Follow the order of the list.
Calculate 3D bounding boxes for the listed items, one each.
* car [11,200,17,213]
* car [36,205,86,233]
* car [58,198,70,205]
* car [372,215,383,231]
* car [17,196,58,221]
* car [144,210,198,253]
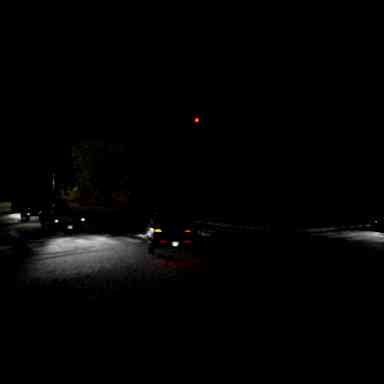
[{"bbox_3d":[-20.731,1.681,40.330,2.128,1.511,4.902,0,0,-32],"label":"car"},{"bbox_3d":[-8.055,1.688,20.560,1.895,1.301,4.718,0,0,-34],"label":"car"},{"bbox_3d":[-15.719,1.507,38.872,2.097,1.767,4.553,0,0,-33],"label":"car"},{"bbox_3d":[13.669,1.729,21.138,5.357,1.411,2.033,1,-1,-34],"label":"car"},{"bbox_3d":[-13.818,1.355,29.514,2.150,2.045,5.566,0,0,-33],"label":"car"},{"bbox_3d":[-0.933,1.539,13.977,1.837,1.490,4.892,1,0,-8],"label":"car"}]
